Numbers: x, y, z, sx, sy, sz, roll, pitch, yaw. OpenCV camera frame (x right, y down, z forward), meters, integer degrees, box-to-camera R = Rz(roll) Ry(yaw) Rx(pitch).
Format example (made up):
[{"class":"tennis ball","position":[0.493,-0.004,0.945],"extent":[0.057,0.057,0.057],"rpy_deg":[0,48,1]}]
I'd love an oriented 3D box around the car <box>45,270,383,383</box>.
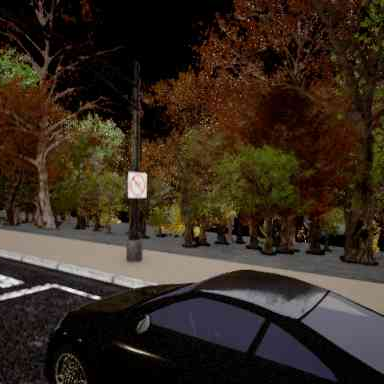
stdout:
[{"class":"car","position":[0.367,1.557,3.425],"extent":[4.181,1.385,1.994],"rpy_deg":[0,0,36]}]
